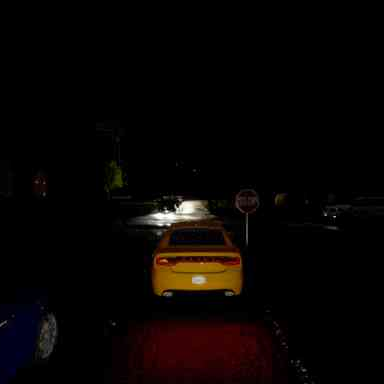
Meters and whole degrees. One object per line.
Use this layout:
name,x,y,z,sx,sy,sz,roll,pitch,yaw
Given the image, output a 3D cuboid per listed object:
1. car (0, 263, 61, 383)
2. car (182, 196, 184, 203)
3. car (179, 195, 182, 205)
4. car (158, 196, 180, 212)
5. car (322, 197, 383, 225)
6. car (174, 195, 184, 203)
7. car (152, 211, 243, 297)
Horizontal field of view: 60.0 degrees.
car,-2.810,1.526,3.127,1.812,1.442,4.674,0,0,0
car,-2.715,1.522,58.309,1.812,1.442,4.674,0,0,0
car,-2.760,1.524,48.034,1.812,1.442,4.674,0,0,0
car,-2.809,1.491,38.142,2.128,1.511,4.902,0,0,1
car,12.604,1.376,24.576,5.566,2.045,2.150,1,-1,-2
car,-2.648,1.470,69.442,1.882,1.535,5.008,0,0,0
car,0.078,1.479,8.625,1.882,1.535,5.008,0,0,-1
